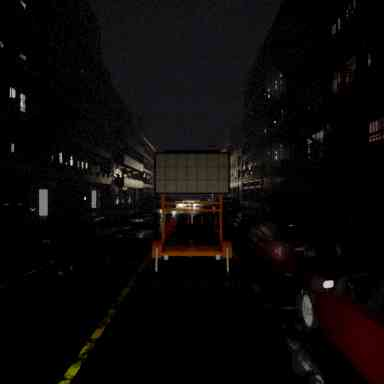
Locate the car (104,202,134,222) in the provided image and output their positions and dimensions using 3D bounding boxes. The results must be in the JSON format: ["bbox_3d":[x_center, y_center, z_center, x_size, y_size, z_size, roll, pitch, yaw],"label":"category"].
[{"bbox_3d":[-5.681,1.523,26.304,1.752,1.417,4.829,0,0,0],"label":"car"}]

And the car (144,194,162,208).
[{"bbox_3d":[-5.673,1.305,49.020,2.192,1.841,5.009,0,0,0],"label":"car"}]

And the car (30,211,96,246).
[{"bbox_3d":[-5.685,1.565,15.200,1.947,1.339,4.313,0,0,0],"label":"car"}]

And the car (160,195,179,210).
[{"bbox_3d":[-3.077,1.518,43.786,1.812,1.442,4.674,0,0,0],"label":"car"}]

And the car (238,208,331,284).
[{"bbox_3d":[2.694,1.440,9.559,1.967,1.590,4.097,0,0,0],"label":"car"}]

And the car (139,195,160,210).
[{"bbox_3d":[-5.676,1.432,43.384,1.967,1.590,4.097,0,0,0],"label":"car"}]

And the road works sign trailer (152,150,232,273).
[{"bbox_3d":[0.003,0.464,10.692,2.380,3.560,2.880,0,0,0],"label":"road works sign trailer"}]

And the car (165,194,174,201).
[{"bbox_3d":[-5.663,1.415,82.838,1.967,1.590,4.097,0,0,0],"label":"car"}]

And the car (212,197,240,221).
[{"bbox_3d":[2.701,1.312,26.468,2.192,1.841,5.009,0,0,0],"label":"car"}]

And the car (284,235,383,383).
[{"bbox_3d":[2.693,1.545,3.922,1.887,1.381,4.507,0,0,0],"label":"car"}]

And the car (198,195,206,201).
[{"bbox_3d":[2.719,1.517,88.468,1.887,1.381,4.507,0,0,0],"label":"car"}]

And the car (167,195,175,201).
[{"bbox_3d":[-5.662,1.516,88.475,1.887,1.381,4.507,0,0,0],"label":"car"}]

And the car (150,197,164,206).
[{"bbox_3d":[-5.673,1.570,54.657,1.802,1.307,4.206,0,0,0],"label":"car"}]

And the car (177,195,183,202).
[{"bbox_3d":[-2.979,1.486,70.150,1.837,1.490,4.892,0,0,0],"label":"car"}]

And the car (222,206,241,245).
[{"bbox_3d":[2.696,1.550,15.195,2.008,1.369,4.403,0,0,0],"label":"car"}]

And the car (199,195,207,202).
[{"bbox_3d":[2.715,1.503,77.365,1.752,1.417,4.829,0,0,0],"label":"car"}]
